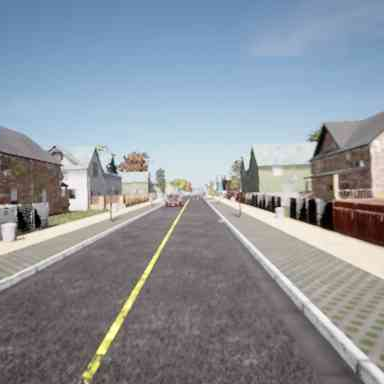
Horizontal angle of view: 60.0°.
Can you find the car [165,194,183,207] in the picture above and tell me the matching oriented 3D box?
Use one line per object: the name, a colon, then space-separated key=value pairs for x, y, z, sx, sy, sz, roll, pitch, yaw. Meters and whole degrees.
car: x=-2.338 y=1.022 z=43.611 sx=2.097 sy=1.767 sz=4.553 roll=-2 pitch=0 yaw=1
